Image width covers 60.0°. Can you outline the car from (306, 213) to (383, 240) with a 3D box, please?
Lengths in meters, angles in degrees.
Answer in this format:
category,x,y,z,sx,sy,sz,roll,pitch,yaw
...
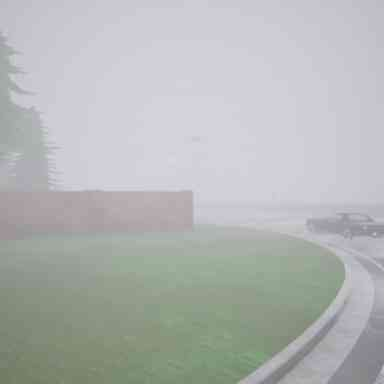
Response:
category,x,y,z,sx,sy,sz,roll,pitch,yaw
car,8.385,1.798,18.460,1.895,1.301,4.718,0,-1,-15
